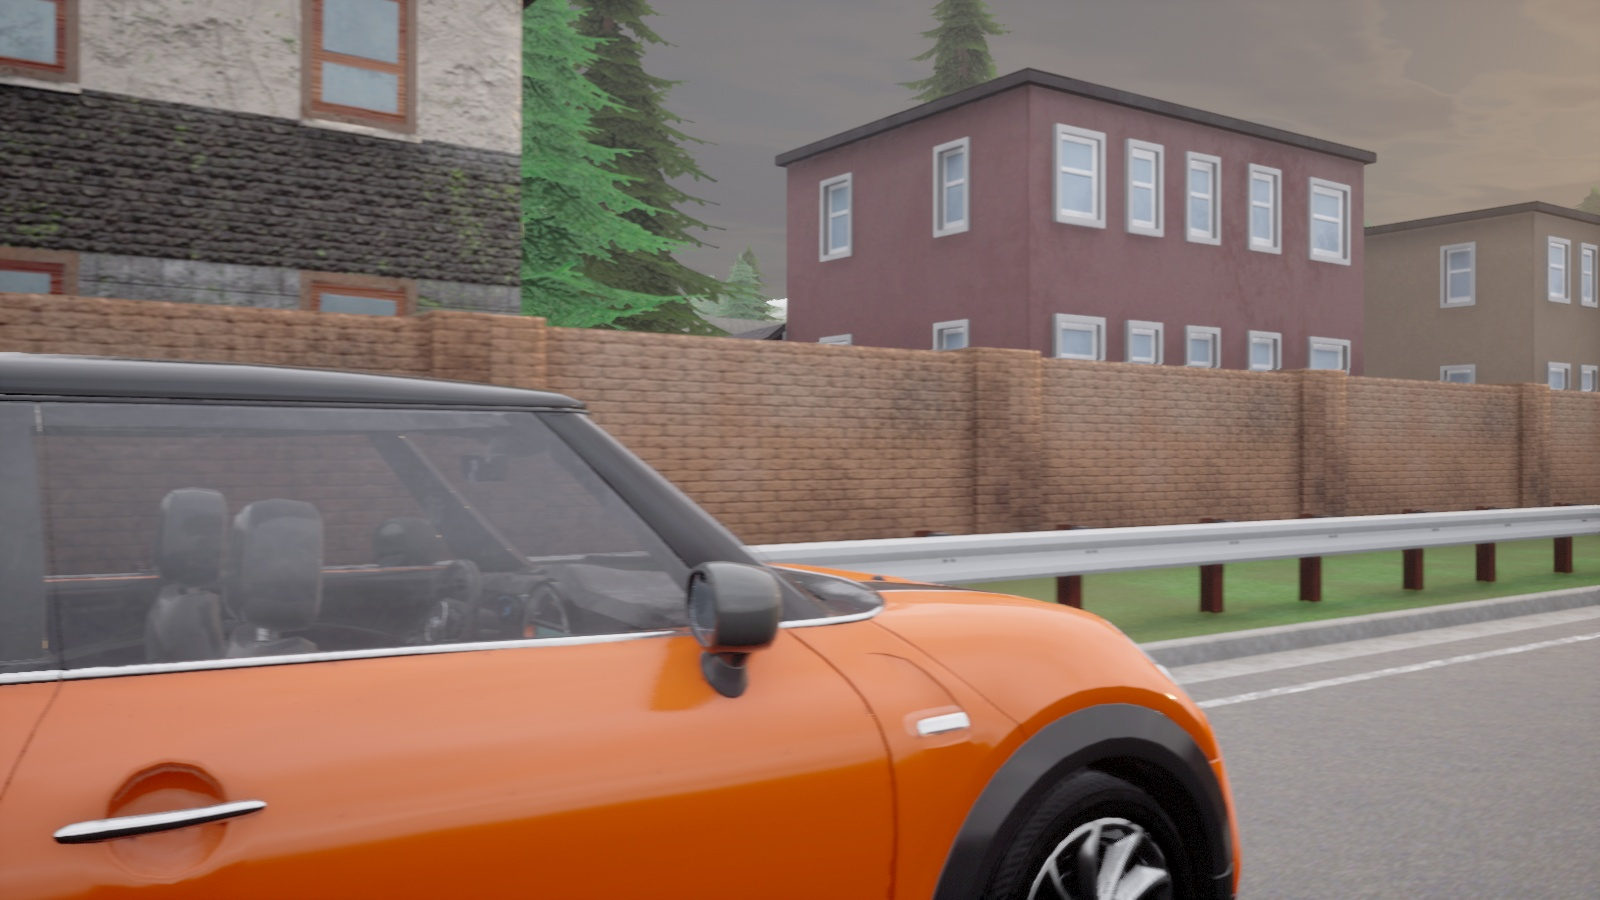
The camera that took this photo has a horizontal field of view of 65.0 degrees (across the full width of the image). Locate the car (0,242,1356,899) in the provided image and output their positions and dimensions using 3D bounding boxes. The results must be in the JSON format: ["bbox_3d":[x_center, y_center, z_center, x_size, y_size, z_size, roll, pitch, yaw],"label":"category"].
[{"bbox_3d":[-0.945,0.612,3.001,4.553,1.767,2.097,0,0,-35],"label":"car"}]
